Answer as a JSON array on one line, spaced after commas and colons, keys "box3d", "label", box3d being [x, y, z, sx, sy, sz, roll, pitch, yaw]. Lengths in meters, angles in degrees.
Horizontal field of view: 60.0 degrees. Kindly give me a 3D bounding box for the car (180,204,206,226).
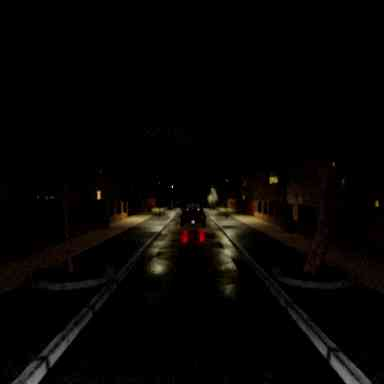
[{"box3d": [0.093, 1.856, 25.703, 1.895, 1.301, 4.718, 0, -1, 0], "label": "car"}]
